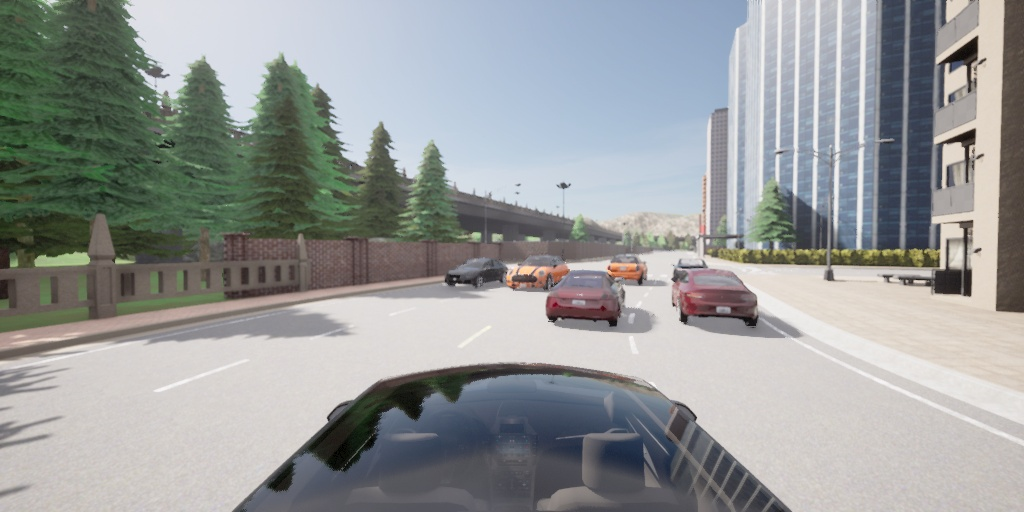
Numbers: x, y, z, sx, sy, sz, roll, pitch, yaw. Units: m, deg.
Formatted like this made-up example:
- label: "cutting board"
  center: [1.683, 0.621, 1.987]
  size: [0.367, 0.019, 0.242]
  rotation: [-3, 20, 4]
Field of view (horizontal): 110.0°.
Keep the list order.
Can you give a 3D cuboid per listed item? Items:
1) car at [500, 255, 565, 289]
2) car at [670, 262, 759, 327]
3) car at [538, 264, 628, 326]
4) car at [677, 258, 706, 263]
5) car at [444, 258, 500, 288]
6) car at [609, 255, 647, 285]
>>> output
- label: "car"
  center: [1.486, 0.760, 18.884]
  size: [2.097, 1.767, 4.553]
  rotation: [1, 1, 26]
- label: "car"
  center: [5.934, 1.099, 10.854]
  size: [1.812, 1.442, 4.674]
  rotation: [0, 1, 20]
- label: "car"
  center: [2.403, 1.129, 11.132]
  size: [1.994, 1.385, 4.181]
  rotation: [0, 1, 20]
- label: "car"
  center: [10.213, 0.877, 20.524]
  size: [2.128, 1.511, 4.902]
  rotation: [1, 1, 25]
- label: "car"
  center: [-1.825, 0.889, 20.072]
  size: [1.837, 1.490, 4.892]
  rotation: [1, 1, 26]
- label: "car"
  center: [7.162, 0.702, 22.249]
  size: [2.097, 1.767, 4.553]
  rotation: [1, 1, 24]
